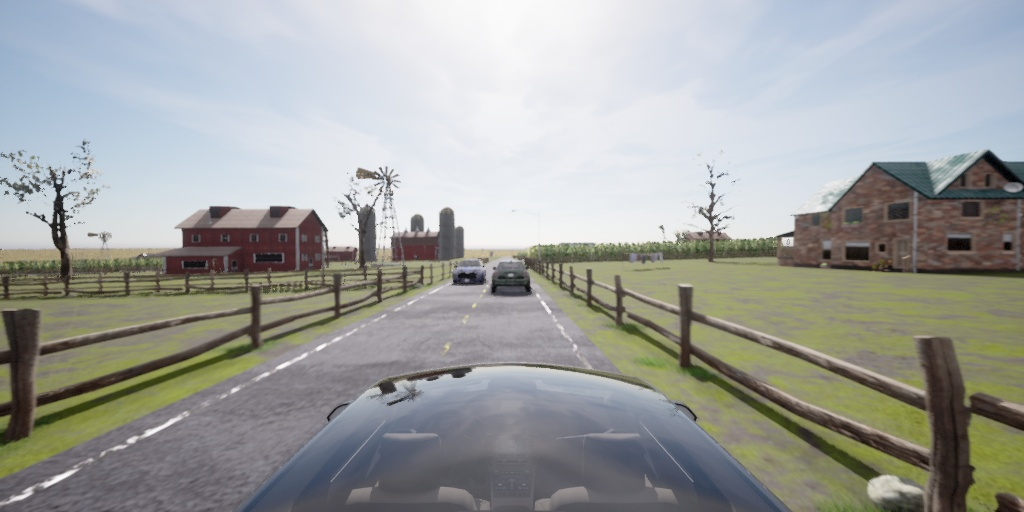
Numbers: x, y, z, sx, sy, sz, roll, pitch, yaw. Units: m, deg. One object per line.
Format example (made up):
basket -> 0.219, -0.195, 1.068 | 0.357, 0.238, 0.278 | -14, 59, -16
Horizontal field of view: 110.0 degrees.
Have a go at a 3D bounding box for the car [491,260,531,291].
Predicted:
car -> -0.068, 1.006, 20.887 | 2.097, 1.767, 4.553 | 0, 0, 0

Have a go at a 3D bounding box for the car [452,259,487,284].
car -> -2.946, 1.002, 25.642 | 2.097, 1.767, 4.553 | 0, 0, 0
